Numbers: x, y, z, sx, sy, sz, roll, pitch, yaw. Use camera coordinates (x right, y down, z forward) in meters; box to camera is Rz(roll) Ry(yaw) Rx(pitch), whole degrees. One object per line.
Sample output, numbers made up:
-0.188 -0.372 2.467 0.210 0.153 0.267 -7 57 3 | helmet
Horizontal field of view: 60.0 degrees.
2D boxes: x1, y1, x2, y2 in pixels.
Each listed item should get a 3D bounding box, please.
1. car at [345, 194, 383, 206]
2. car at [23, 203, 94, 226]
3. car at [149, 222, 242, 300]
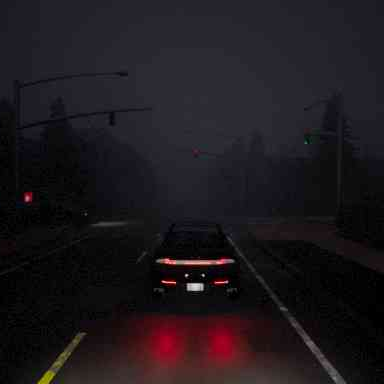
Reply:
15.856 1.202 28.932 5.566 2.045 2.150 0 0 -8 | car
-9.294 1.538 23.323 4.674 1.442 1.812 0 0 -3 | car
0.076 1.492 8.398 2.128 1.511 4.902 0 0 0 | car
